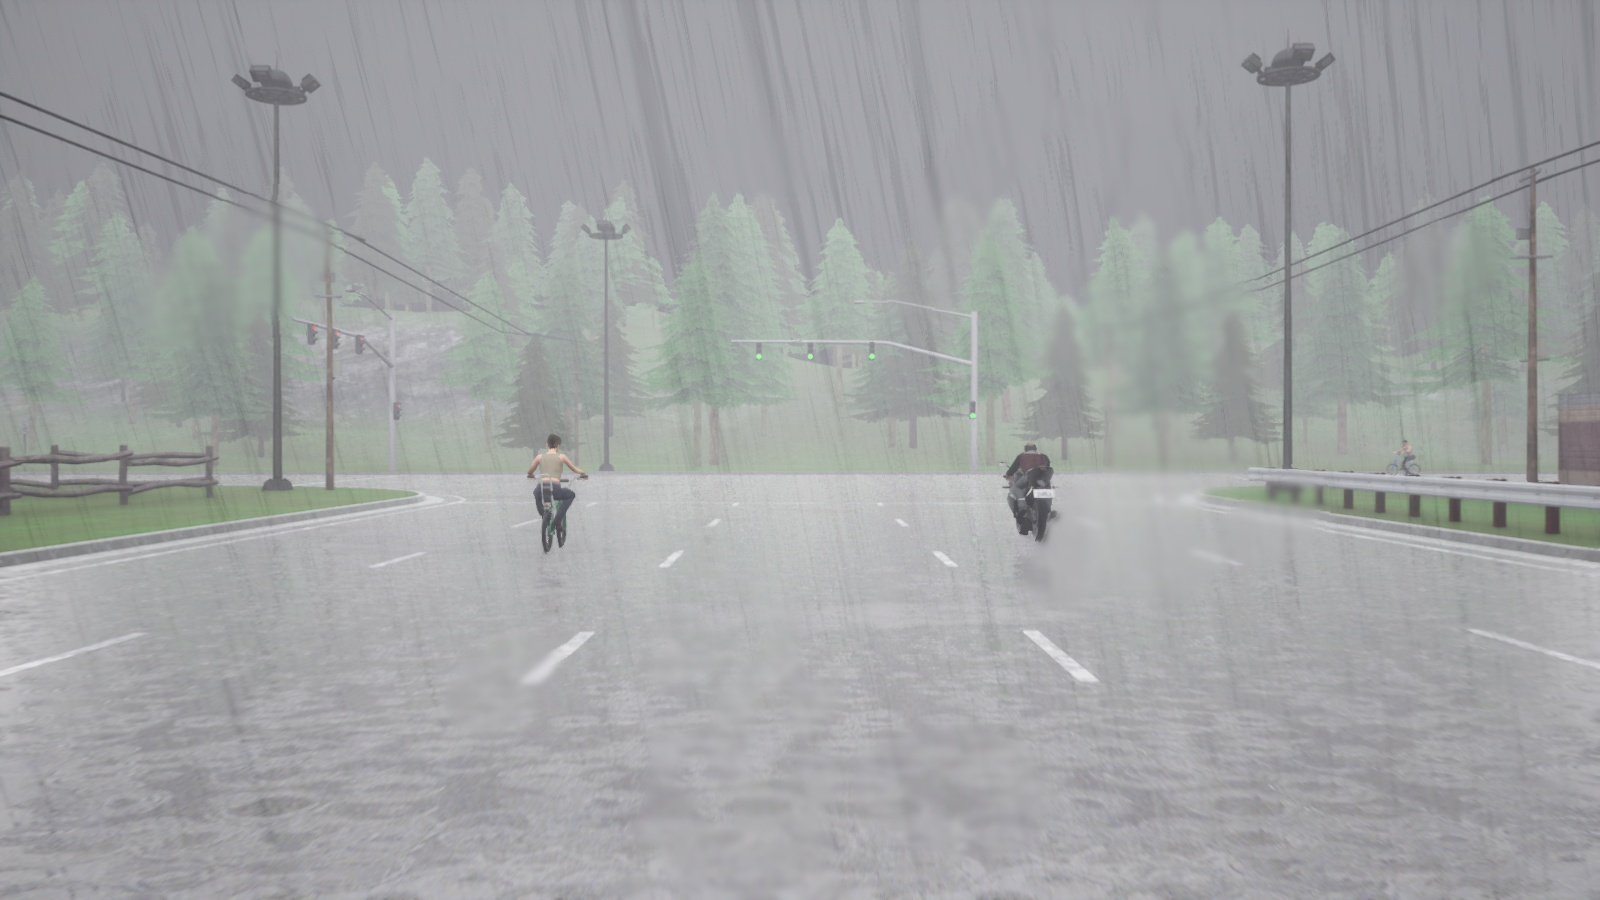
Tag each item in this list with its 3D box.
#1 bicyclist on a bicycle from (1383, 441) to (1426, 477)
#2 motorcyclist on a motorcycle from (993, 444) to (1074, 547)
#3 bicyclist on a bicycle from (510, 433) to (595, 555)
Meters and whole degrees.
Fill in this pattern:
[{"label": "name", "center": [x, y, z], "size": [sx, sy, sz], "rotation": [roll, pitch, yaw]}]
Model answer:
[{"label": "bicyclist on a bicycle", "center": [26.973, 0.389, 56.063], "size": [1.509, 1.612, 0.866], "rotation": [0, 0, 1]}, {"label": "motorcyclist on a motorcycle", "center": [3.628, 0.673, 19.714], "size": [0.866, 1.530, 2.191], "rotation": [0, 0, 0]}, {"label": "bicyclist on a bicycle", "center": [-3.391, 0.582, 17.347], "size": [0.866, 1.612, 1.509], "rotation": [0, 0, 1]}]
